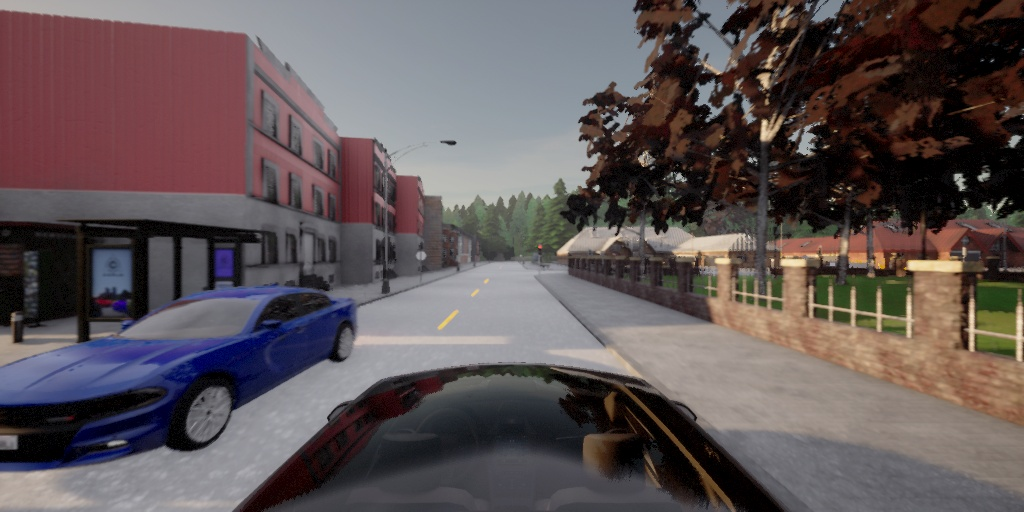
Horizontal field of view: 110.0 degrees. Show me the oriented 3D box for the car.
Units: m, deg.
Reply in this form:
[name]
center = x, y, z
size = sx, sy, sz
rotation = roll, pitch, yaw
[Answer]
[car]
center = -4.099, 1.227, 5.384
size = 1.882, 1.535, 5.008
rotation = 0, 0, 0
